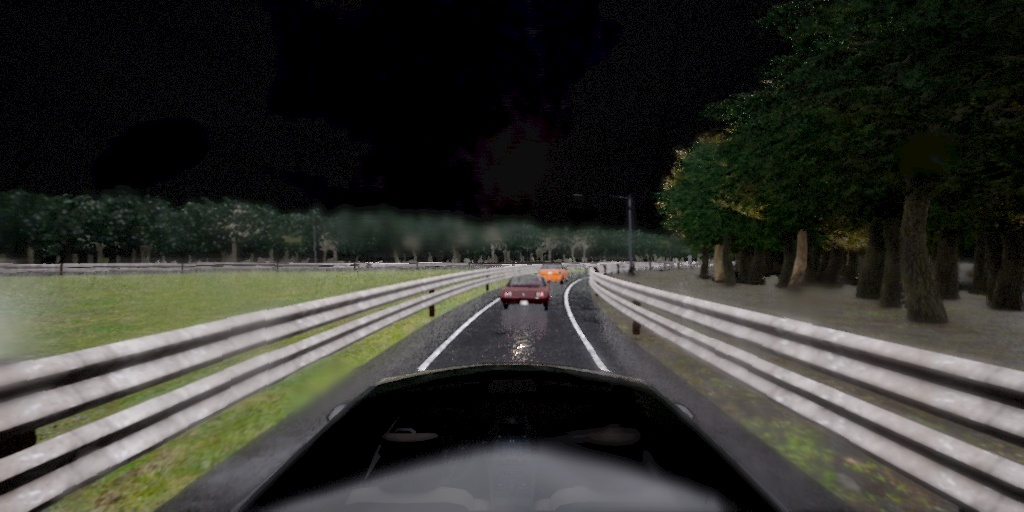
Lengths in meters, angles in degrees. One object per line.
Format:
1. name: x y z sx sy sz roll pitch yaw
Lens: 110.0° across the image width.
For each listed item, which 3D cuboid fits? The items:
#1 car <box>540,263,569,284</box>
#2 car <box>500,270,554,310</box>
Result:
1. car: 3.511 1.374 30.107 2.097 1.767 4.553 0 -1 15
2. car: 0.734 1.483 15.646 1.895 1.301 4.718 0 -1 7
